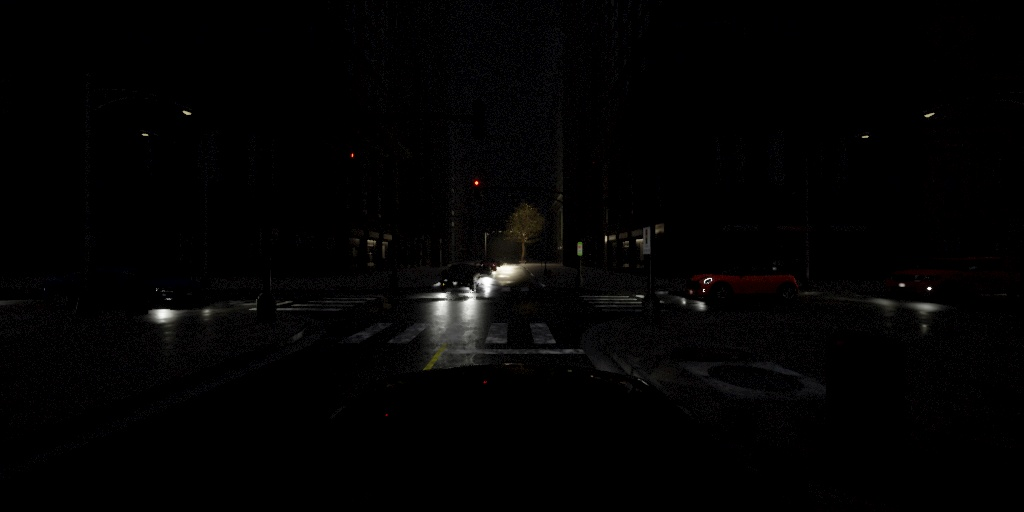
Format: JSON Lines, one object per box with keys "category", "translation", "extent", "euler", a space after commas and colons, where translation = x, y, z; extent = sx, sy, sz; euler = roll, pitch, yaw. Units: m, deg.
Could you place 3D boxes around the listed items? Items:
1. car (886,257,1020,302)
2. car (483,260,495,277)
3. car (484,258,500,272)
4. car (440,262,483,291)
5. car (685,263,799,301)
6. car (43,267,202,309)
{"category": "car", "translation": [21.363, 1.040, 17.076], "extent": [5.566, 2.045, 2.150], "euler": [0, 0, 0]}
{"category": "car", "translation": [-3.088, 1.353, 36.021], "extent": [1.895, 1.301, 4.718], "euler": [0, 0, 0]}
{"category": "car", "translation": [-3.075, 1.113, 47.690], "extent": [2.097, 1.767, 4.553], "euler": [0, 0, 0]}
{"category": "car", "translation": [-3.084, 1.255, 21.846], "extent": [1.837, 1.490, 4.892], "euler": [0, 0, 0]}
{"category": "car", "translation": [10.785, 1.138, 17.088], "extent": [4.553, 1.767, 2.097], "euler": [0, 0, 0]}
{"category": "car", "translation": [-14.907, 1.176, 13.895], "extent": [5.008, 1.535, 1.882], "euler": [0, 0, 2]}
